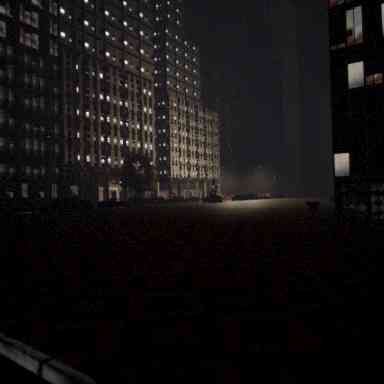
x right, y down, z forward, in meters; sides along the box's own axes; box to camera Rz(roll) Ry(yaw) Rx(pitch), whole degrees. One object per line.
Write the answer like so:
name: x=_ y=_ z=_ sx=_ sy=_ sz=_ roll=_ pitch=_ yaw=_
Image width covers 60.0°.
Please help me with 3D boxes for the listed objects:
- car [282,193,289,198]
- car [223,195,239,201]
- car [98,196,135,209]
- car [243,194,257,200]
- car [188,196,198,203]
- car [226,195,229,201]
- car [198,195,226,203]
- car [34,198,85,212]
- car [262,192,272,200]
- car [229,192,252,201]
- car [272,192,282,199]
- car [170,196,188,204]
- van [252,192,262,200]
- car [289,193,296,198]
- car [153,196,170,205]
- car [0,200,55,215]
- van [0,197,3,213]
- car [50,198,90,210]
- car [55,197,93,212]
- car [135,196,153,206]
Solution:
car: x=22.540 y=1.120 z=85.500 sx=1.947 sy=1.339 sz=4.313 roll=-2 pitch=-1 yaw=35
car: x=9.467 y=1.395 z=80.926 sx=1.887 sy=1.381 sz=4.507 roll=-2 pitch=-1 yaw=35
car: x=-9.276 y=1.379 z=39.605 sx=1.802 sy=1.307 sz=4.206 roll=-2 pitch=-1 yaw=35
car: x=15.818 y=1.352 z=90.137 sx=1.887 sy=1.381 sz=4.507 roll=-2 pitch=-1 yaw=35
car: x=-0.059 y=1.470 z=67.109 sx=2.008 sy=1.369 sz=4.403 roll=-2 pitch=-1 yaw=35
car: x=6.289 y=1.313 z=76.321 sx=1.967 sy=1.590 sz=4.097 roll=-2 pitch=-1 yaw=35
car: x=3.507 y=1.219 z=58.129 sx=1.752 sy=1.417 sz=4.829 roll=-2 pitch=-1 yaw=35
car: x=-15.737 y=1.529 z=39.779 sx=2.033 sy=1.411 sz=5.357 roll=-2 pitch=-1 yaw=35
car: x=16.138 y=1.040 z=76.347 sx=1.967 sy=1.590 sz=4.097 roll=-2 pitch=-1 yaw=35
car: x=9.755 y=1.087 z=67.182 sx=1.967 sy=1.590 sz=4.097 roll=-2 pitch=-1 yaw=35
car: x=19.327 y=0.892 z=80.931 sx=2.192 sy=1.841 sz=5.009 roll=-2 pitch=-1 yaw=35
car: x=-3.234 y=1.488 z=62.503 sx=1.887 sy=1.381 sz=4.507 roll=-2 pitch=-1 yaw=35
van: x=12.950 y=0.964 z=71.761 sx=1.690 sy=1.788 sz=3.998 roll=-2 pitch=-1 yaw=35
car: x=25.806 y=1.059 z=90.239 sx=1.752 sy=1.417 sz=4.829 roll=-2 pitch=-1 yaw=35
car: x=-6.412 y=1.408 z=57.899 sx=1.967 sy=1.590 sz=4.097 roll=-2 pitch=-1 yaw=35
car: x=-15.521 y=1.377 z=30.550 sx=1.752 sy=1.417 sz=4.829 roll=-2 pitch=-1 yaw=35
van: x=-22.289 y=1.443 z=34.873 sx=1.690 sy=1.788 sz=3.998 roll=-2 pitch=-1 yaw=35
car: x=-16.031 y=1.572 z=43.942 sx=1.752 sy=1.417 sz=4.829 roll=-2 pitch=-1 yaw=35
car: x=-12.449 y=1.265 z=35.009 sx=1.967 sy=1.590 sz=4.097 roll=-2 pitch=-1 yaw=35
car: x=-8.622 y=1.427 z=50.068 sx=1.837 sy=1.490 sz=4.892 roll=-2 pitch=-1 yaw=35
